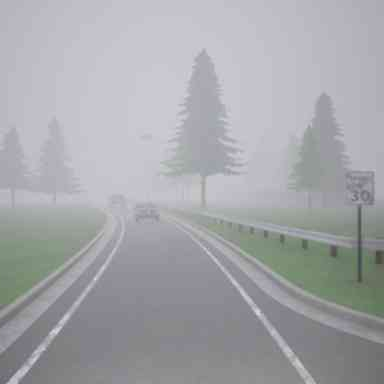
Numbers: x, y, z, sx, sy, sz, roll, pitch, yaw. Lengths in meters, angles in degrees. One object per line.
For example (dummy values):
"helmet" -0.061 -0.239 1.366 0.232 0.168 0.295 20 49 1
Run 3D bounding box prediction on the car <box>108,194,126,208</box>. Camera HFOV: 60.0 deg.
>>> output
"car" -11.248 1.262 49.820 2.150 2.045 5.566 0 0 -20

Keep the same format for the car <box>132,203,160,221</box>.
"car" -3.821 1.559 27.092 2.033 1.411 5.357 0 0 -14
